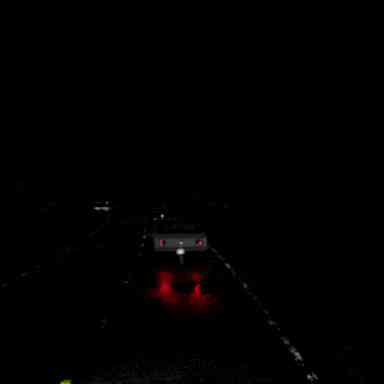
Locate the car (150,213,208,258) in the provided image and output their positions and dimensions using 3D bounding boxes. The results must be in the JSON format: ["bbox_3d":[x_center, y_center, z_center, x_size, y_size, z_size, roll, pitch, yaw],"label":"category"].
[{"bbox_3d":[-0.576,1.748,13.419,1.895,1.301,4.718,0,-1,-5],"label":"car"}]

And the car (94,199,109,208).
[{"bbox_3d":[-17.043,2.018,62.598,2.097,1.767,4.553,0,-1,-24],"label":"car"}]

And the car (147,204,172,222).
[{"bbox_3d":[-2.903,1.795,29.387,1.882,1.535,5.008,0,0,-11],"label":"car"}]
